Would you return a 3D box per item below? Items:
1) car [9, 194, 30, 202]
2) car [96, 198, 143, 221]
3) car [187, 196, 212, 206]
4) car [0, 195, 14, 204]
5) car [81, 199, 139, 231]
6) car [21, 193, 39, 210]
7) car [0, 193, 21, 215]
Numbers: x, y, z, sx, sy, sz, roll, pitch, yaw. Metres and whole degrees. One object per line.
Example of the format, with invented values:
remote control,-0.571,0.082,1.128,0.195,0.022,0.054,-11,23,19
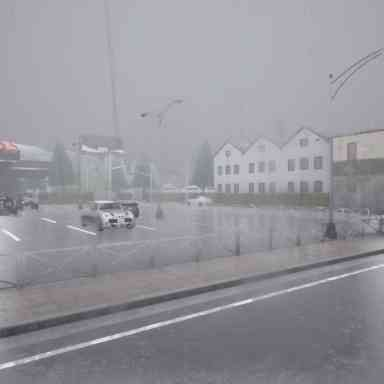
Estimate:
car,-38.233,1.328,73.739,3.866,1.878,1.905,0,0,-36
car,-5.800,1.313,26.193,2.007,1.523,4.514,0,0,-36
car,1.137,1.349,49.282,1.812,1.442,4.674,0,0,-35
car,-38.474,1.495,66.610,4.611,1.667,2.242,0,0,-36
car,-4.685,1.248,18.327,1.970,1.475,3.806,0,0,-36
car,-19.163,1.092,38.620,1.905,1.878,3.866,0,0,-36
car,-17.266,1.113,30.307,1.932,1.855,4.605,0,0,-36
